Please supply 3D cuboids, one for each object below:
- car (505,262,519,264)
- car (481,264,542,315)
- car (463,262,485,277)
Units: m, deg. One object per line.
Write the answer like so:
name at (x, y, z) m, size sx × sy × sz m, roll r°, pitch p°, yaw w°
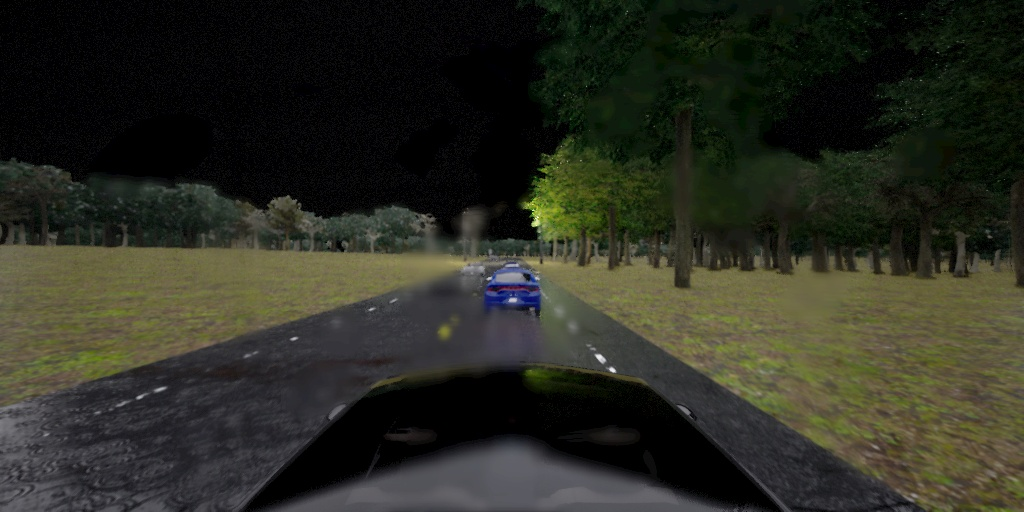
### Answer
car at (0.007, 1.244, 30.728) m, size 1.812 × 1.442 × 4.674 m, roll 0°, pitch 0°, yaw 0°
car at (0.050, 1.234, 13.688) m, size 1.882 × 1.535 × 5.008 m, roll 0°, pitch 0°, yaw 0°
car at (-3.700, 1.293, 35.315) m, size 1.895 × 1.301 × 4.718 m, roll 0°, pitch 0°, yaw 0°
